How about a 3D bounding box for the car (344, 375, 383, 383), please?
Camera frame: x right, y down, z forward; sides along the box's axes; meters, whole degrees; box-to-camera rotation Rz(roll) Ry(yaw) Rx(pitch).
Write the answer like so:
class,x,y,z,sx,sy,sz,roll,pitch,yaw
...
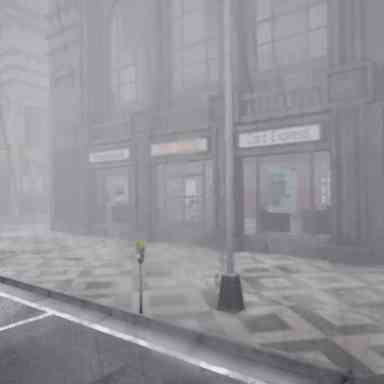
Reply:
class,x,y,z,sx,sy,sz,roll,pitch,yaw
car,2.615,1.536,1.100,4.403,1.369,2.008,-1,-1,36
